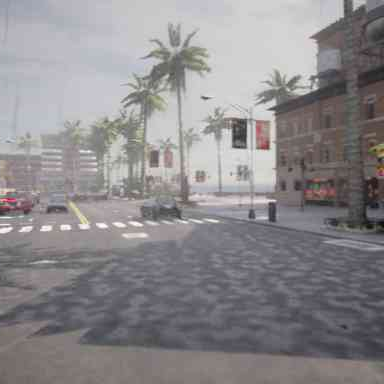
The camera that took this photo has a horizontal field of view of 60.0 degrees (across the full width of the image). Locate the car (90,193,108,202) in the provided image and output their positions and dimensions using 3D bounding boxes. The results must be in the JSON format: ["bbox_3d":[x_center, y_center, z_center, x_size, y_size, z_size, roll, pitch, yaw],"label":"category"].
[{"bbox_3d":[-16.356,0.852,59.161,1.882,1.535,5.008,-1,1,-26],"label":"car"}]

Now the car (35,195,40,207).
[{"bbox_3d":[-19.994,1.142,40.226,2.128,1.511,4.902,-1,1,-22],"label":"car"}]

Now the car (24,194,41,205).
[{"bbox_3d":[-23.821,1.107,49.831,2.033,1.411,5.357,-1,1,-22],"label":"car"}]

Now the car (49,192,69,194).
[{"bbox_3d":[-16.735,1.110,41.503,1.837,1.490,4.892,-1,1,-22],"label":"car"}]

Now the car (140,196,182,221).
[{"bbox_3d":[-2.417,1.049,24.727,2.097,1.767,4.553,-1,1,-22],"label":"car"}]

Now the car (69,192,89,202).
[{"bbox_3d":[-19.728,0.895,58.138,1.882,1.535,5.008,-1,1,-26],"label":"car"}]

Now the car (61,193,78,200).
[{"bbox_3d":[-24.763,0.883,67.344,2.033,1.411,5.357,-1,1,-34],"label":"car"}]

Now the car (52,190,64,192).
[{"bbox_3d":[-20.655,0.735,51.317,2.150,2.045,5.566,-1,1,-22],"label":"car"}]

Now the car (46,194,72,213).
[{"bbox_3d":[-13.137,1.238,32.469,2.033,1.411,5.357,-1,1,-22],"label":"car"}]

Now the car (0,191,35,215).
[{"bbox_3d":[-16.399,0.957,31.190,2.150,2.045,5.566,-1,1,-22],"label":"car"}]
